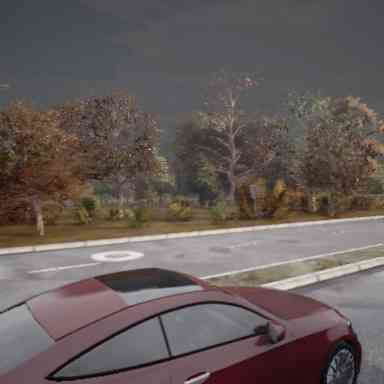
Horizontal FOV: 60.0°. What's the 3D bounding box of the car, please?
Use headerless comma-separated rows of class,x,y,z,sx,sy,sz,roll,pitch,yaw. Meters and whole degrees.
car,-0.244,1.524,3.264,4.674,1.442,1.812,0,0,-35
